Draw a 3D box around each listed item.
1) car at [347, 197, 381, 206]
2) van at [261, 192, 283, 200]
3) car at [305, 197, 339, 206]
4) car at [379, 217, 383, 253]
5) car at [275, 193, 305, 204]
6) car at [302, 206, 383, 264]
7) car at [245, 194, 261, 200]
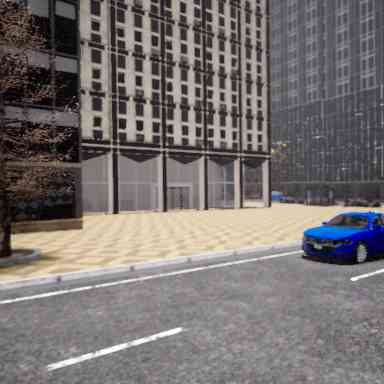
[{"bbox_3d":[22.385,1.387,43.621,1.947,1.339,4.313,-1,1,-35],"label":"car"},{"bbox_3d":[16.510,0.823,67.170,1.690,1.788,3.998,-1,1,-35],"label":"van"},{"bbox_3d":[19.178,1.354,48.316,1.802,1.307,4.206,-1,1,-35],"label":"car"},{"bbox_3d":[7.266,1.466,8.906,5.008,1.535,1.882,0,0,-36],"label":"car"},{"bbox_3d":[16.005,1.290,53.031,1.947,1.339,4.313,-1,1,-35],"label":"car"},{"bbox_3d":[6.032,1.468,12.022,5.008,1.535,1.882,0,0,-36],"label":"car"},{"bbox_3d":[13.289,1.015,71.855,1.802,1.307,4.206,-1,1,-35],"label":"car"}]
